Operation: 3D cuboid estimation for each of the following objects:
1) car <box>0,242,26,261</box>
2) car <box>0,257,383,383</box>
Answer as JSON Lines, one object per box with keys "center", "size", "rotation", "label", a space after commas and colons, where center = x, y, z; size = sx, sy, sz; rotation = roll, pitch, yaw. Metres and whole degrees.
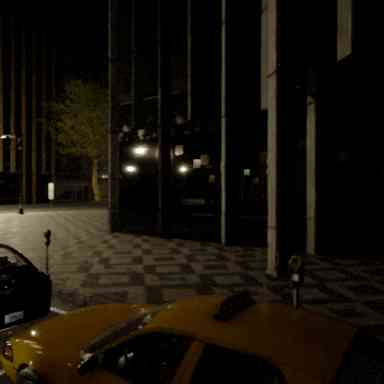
{"center": [-4.317, 1.558, 6.038], "size": [4.403, 1.369, 2.008], "rotation": [0, 0, 35], "label": "car"}
{"center": [0.137, 1.527, 2.862], "size": [4.829, 1.417, 1.752], "rotation": [0, 0, 35], "label": "car"}
